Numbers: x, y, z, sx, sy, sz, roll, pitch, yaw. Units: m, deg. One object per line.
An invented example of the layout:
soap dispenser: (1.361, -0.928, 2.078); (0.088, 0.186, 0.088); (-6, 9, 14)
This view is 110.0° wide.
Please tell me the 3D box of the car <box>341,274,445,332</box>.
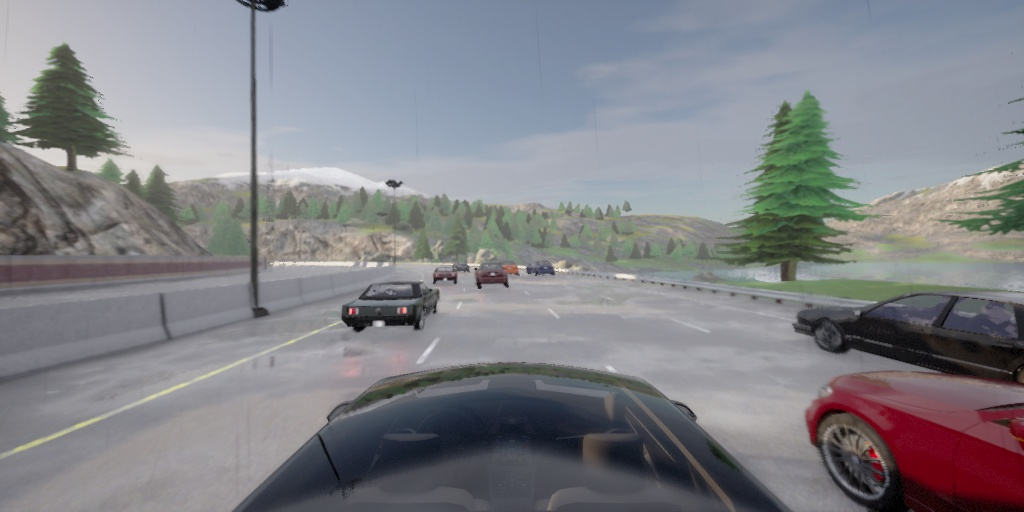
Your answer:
car: (-3.465, 1.421, 11.217); (1.895, 1.301, 4.718); (0, 0, -3)

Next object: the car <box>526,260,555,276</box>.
car: (2.977, 1.241, 39.018); (2.097, 1.767, 4.553); (-1, 0, -13)

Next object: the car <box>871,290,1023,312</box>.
car: (7.350, 1.255, 5.657); (2.033, 1.411, 5.357); (0, 0, -2)

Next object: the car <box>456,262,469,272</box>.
car: (-7.327, 1.516, 50.653); (2.128, 1.511, 4.902); (0, 0, -19)

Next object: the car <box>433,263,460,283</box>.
car: (-5.567, 1.520, 29.813); (1.895, 1.301, 4.718); (0, 0, -11)

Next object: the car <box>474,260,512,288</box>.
car: (-1.579, 1.219, 25.478); (2.097, 1.767, 4.553); (-1, 0, -9)

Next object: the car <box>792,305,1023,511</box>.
car: (3.631, 1.244, 1.335); (1.812, 1.442, 4.674); (0, 0, 0)

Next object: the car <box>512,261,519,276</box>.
car: (-0.758, 1.274, 39.713); (2.097, 1.767, 4.553); (-1, 0, -14)
